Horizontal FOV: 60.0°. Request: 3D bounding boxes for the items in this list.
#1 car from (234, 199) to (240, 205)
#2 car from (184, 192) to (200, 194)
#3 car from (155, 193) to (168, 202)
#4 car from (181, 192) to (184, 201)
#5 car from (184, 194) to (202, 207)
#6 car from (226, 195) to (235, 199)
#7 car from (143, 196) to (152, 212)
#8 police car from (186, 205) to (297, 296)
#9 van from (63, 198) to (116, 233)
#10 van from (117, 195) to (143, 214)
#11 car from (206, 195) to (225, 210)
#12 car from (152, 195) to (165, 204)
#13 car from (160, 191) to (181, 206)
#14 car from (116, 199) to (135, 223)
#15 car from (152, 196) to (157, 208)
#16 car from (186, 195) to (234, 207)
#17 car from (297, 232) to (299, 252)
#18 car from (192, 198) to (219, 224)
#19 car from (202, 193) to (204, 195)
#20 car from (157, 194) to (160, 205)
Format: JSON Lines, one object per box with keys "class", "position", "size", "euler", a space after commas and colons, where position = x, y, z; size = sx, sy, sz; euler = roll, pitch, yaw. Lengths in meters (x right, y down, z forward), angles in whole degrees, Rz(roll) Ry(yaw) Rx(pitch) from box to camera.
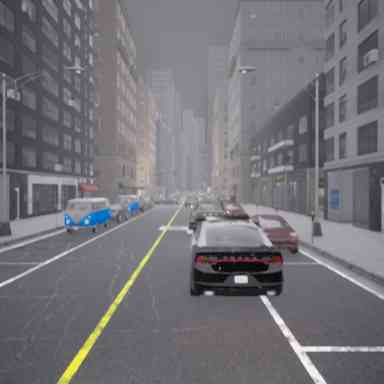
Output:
{"class": "car", "position": [2.844, 1.444, 23.871], "size": [1.802, 1.307, 4.206], "euler": [0, 0, 0]}
{"class": "car", "position": [-0.030, 1.176, 58.886], "size": [1.837, 1.490, 4.892], "euler": [0, 0, 0]}
{"class": "car", "position": [-5.702, 1.092, 62.376], "size": [1.967, 1.590, 4.097], "euler": [0, 0, 0]}
{"class": "car", "position": [-3.034, 1.136, 66.542], "size": [1.837, 1.490, 4.892], "euler": [0, 0, 0]}
{"class": "car", "position": [-0.008, 1.306, 45.451], "size": [1.994, 1.385, 4.181], "euler": [0, 0, 0]}
{"class": "car", "position": [2.841, 1.146, 29.371], "size": [2.192, 1.841, 5.009], "euler": [0, 0, 0]}
{"class": "car", "position": [-5.687, 1.366, 34.870], "size": [1.947, 1.339, 4.313], "euler": [0, 0, 0]}
{"class": "police car", "position": [0.895, 1.374, 8.653], "size": [1.930, 1.638, 5.238], "euler": [0, 0, 0]}
{"class": "van", "position": [-5.679, 1.234, 18.366], "size": [1.690, 1.788, 3.998], "euler": [0, 0, 0]}
{"class": "van", "position": [-5.685, 1.172, 29.367], "size": [1.690, 1.788, 3.998], "euler": [0, 0, 0]}
{"class": "car", "position": [2.835, 1.210, 40.375], "size": [1.967, 1.590, 4.097], "euler": [0, 0, 0]}
{"class": "car", "position": [-5.699, 1.263, 56.875], "size": [1.802, 1.307, 4.206], "euler": [0, 0, 0]}
{"class": "car", "position": [-3.113, 1.072, 49.485], "size": [2.097, 1.767, 4.553], "euler": [0, 0, 0]}
{"class": "car", "position": [-5.682, 1.413, 23.867], "size": [2.008, 1.369, 4.403], "euler": [0, 0, 0]}
{"class": "car", "position": [-5.690, 1.352, 40.371], "size": [1.802, 1.307, 4.206], "euler": [0, 0, 0]}
{"class": "car", "position": [0.890, 1.243, 18.513], "size": [2.097, 1.767, 4.553], "euler": [0, 0, 0]}
{"class": "car", "position": [2.850, 1.506, 12.869], "size": [1.802, 1.307, 4.206], "euler": [0, 0, 0]}
{"class": "car", "position": [0.887, 1.312, 24.733], "size": [1.801, 1.575, 5.366], "euler": [0, 0, 0]}
{"class": "car", "position": [2.829, 1.261, 51.378], "size": [2.008, 1.369, 4.403], "euler": [0, 0, 0]}
{"class": "car", "position": [-5.696, 1.276, 51.374], "size": [1.947, 1.339, 4.313], "euler": [0, 0, 0]}
